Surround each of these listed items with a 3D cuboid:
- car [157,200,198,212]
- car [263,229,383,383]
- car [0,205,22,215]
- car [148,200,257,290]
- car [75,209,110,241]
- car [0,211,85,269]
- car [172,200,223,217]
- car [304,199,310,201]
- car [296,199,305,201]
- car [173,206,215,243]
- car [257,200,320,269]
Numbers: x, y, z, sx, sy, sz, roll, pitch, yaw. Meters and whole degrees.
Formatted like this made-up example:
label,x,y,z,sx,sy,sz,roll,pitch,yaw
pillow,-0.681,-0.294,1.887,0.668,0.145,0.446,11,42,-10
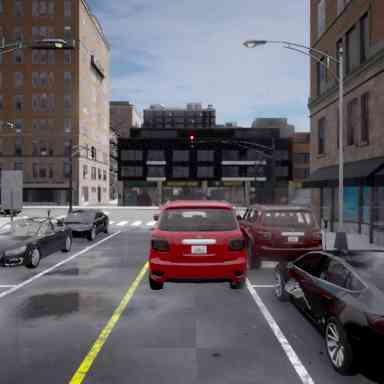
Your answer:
label,x,y,z,sx,sy,sz,roll,pitch,yaw
car,-1.661,1.599,38.985,4.718,1.301,1.895,0,0,0
car,2.636,1.566,5.392,1.947,1.339,4.313,0,0,0
car,-17.512,1.523,28.959,4.718,1.301,1.895,0,0,0
car,0.080,1.221,9.214,2.150,2.045,5.566,0,0,-1
car,-5.387,1.565,16.717,1.947,1.339,4.313,0,0,0
car,-5.388,1.550,11.055,2.008,1.369,4.403,0,0,0
car,0.608,1.514,31.744,4.892,1.490,1.837,0,-2,-44
car,15.369,1.631,35.806,5.357,1.411,2.033,0,0,0
car,12.735,1.562,39.047,4.902,1.511,2.128,0,0,0
car,0.092,1.525,16.972,1.812,1.442,4.674,0,0,0
car,2.637,1.314,11.054,2.192,1.841,5.009,0,0,0
